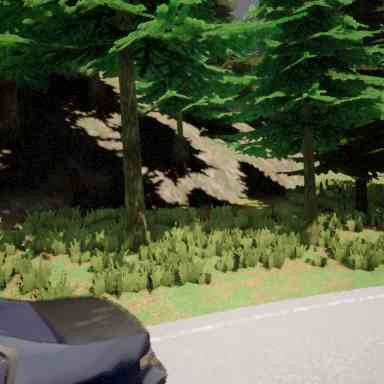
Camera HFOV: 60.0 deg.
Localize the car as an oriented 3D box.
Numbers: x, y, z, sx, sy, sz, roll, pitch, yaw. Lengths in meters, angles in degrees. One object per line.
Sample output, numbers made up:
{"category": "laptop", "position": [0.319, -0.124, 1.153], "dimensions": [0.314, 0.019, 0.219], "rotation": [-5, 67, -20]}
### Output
{"category": "car", "position": [-2.781, 1.567, 2.167], "dimensions": [5.357, 1.411, 2.033], "rotation": [-1, 0, -37]}
